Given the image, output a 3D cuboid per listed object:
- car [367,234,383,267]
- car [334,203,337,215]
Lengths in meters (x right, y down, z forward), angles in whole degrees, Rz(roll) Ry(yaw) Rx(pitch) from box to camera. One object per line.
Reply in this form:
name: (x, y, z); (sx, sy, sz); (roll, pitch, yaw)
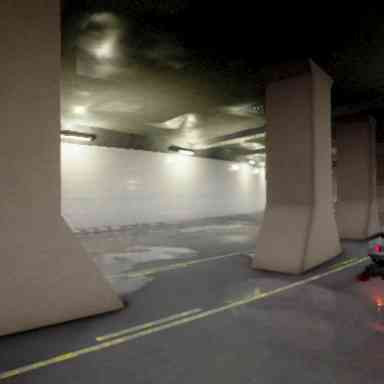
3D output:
car: (7.268, 1.610, 10.413); (4.718, 1.301, 1.895); (0, 0, -44)
car: (14.825, 1.428, 31.558); (2.097, 1.767, 4.553); (-1, 0, 30)
